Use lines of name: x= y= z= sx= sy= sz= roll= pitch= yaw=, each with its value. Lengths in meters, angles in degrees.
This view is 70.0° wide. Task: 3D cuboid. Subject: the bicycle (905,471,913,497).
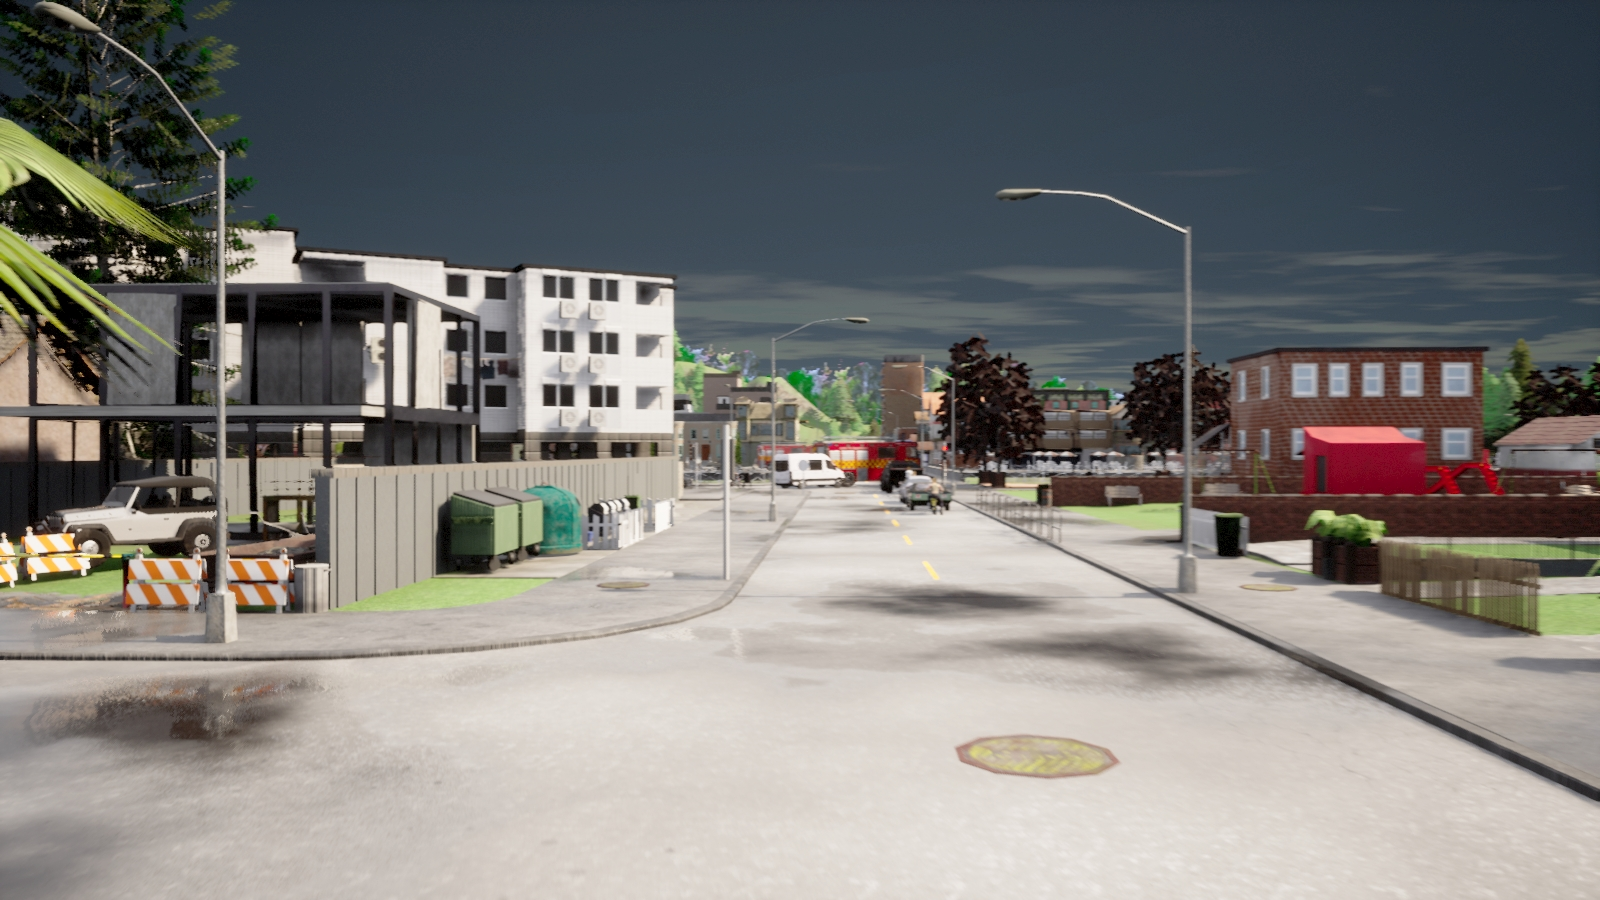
bicycle: x=6.591 y=2.049 z=69.034 sx=0.373 sy=1.496 sz=1.643 roll=0 pitch=0 yaw=2

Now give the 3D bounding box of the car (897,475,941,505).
car: x=6.267 y=2.075 z=60.443 sx=2.002 sy=1.442 sz=4.674 roll=0 pitch=0 yaw=2

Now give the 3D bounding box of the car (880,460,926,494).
car: x=6.677 y=1.747 z=75.039 sx=2.390 sy=2.098 sz=6.274 roll=0 pitch=0 yaw=-1

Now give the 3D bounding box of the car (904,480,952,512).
car: x=5.986 y=2.150 z=53.906 sx=1.895 sy=1.301 sz=4.718 roll=0 pitch=0 yaw=2

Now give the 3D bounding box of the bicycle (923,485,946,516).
bicycle: x=5.768 y=2.152 z=49.095 sx=0.859 sy=1.276 sz=1.487 roll=0 pitch=0 yaw=1
